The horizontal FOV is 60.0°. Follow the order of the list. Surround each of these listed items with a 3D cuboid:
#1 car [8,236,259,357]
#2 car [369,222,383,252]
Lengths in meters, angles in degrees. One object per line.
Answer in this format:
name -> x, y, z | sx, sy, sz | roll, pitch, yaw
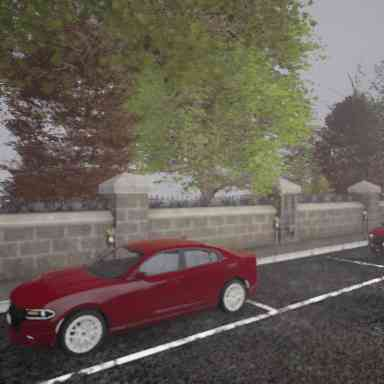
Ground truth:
car -> -0.756, 1.542, 6.019 | 4.507, 1.381, 1.887 | 0, 0, -35
car -> 8.417, 1.532, 12.556 | 4.507, 1.381, 1.887 | 0, 0, -35
